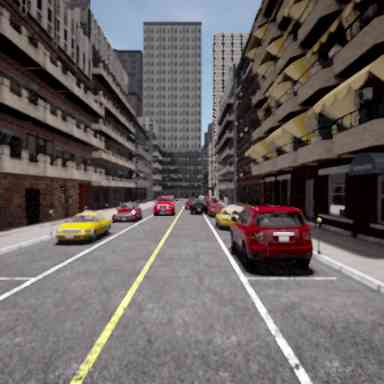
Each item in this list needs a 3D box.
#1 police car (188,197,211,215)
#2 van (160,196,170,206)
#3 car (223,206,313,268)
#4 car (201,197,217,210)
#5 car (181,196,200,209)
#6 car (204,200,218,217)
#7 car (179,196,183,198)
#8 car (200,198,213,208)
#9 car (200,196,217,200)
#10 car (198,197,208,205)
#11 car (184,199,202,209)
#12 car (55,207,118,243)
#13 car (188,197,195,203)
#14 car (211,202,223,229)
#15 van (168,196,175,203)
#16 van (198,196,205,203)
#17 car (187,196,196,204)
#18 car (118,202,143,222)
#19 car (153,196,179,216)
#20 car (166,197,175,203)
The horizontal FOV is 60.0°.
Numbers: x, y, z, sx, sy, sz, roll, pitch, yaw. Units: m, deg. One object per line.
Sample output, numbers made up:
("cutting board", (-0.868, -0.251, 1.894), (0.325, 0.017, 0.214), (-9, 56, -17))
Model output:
("police car", (0.764, 1.679, 38.109), (1.930, 1.638, 5.238), (0, 0, 0))
("van", (-5.434, 1.782, 67.022), (1.690, 1.788, 3.998), (-1, 0, 0))
("car", (2.534, 1.393, 11.566), (2.192, 1.841, 5.009), (-1, 0, 0))
("car", (2.473, 1.648, 50.407), (2.192, 1.841, 5.009), (-1, 0, 0))
("car", (0.148, 1.794, 47.796), (1.882, 1.535, 5.008), (0, 0, -11))
("car", (2.502, 1.807, 33.759), (1.802, 1.307, 4.206), (-1, 0, 0))
("car", (-2.873, 1.596, 76.746), (1.882, 1.535, 5.008), (0, 0, 0))
("car", (2.465, 1.809, 55.955), (1.967, 1.590, 4.097), (-1, 0, 0))
("car", (2.481, 1.612, 44.858), (2.192, 1.841, 5.009), (-1, 0, 0))
("car", (2.439, 1.917, 72.602), (1.967, 1.590, 4.097), (-1, 0, 0))
("car", (0.191, 1.861, 53.874), (1.837, 1.490, 4.892), (0, 0, 15))
("car", (-5.352, 1.639, 16.910), (1.752, 1.417, 4.829), (-1, 0, 0))
("car", (-0.140, 2.111, 87.683), (1.994, 1.385, 4.181), (0, 0, 0))
("car", (2.519, 1.678, 22.832), (1.752, 1.417, 4.829), (-1, 0, 0))
("van", (-5.469, 1.923, 89.217), (1.690, 1.788, 3.998), (-1, 0, 0))
("van", (2.420, 1.889, 83.701), (1.690, 1.788, 3.998), (-1, 0, 0))
("car", (-0.117, 1.773, 73.142), (1.882, 1.535, 5.008), (0, 0, 0))
("car", (-5.371, 1.628, 28.178), (1.967, 1.590, 4.097), (-1, 0, 0))
("car", (-2.902, 1.460, 35.993), (2.150, 2.045, 5.566), (0, 0, 0))
("car", (-5.459, 1.987, 83.668), (1.967, 1.590, 4.097), (-1, 0, 0))
